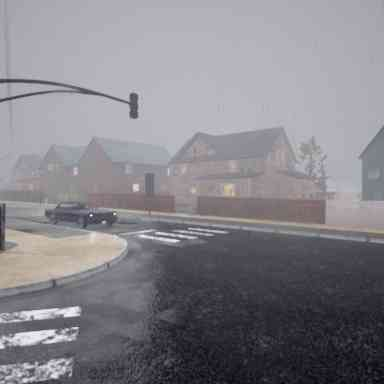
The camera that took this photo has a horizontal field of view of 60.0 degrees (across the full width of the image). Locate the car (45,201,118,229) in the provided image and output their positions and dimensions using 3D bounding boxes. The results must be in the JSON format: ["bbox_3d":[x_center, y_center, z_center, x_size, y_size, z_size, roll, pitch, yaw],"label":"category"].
[{"bbox_3d":[-6.209,1.209,18.522,4.718,1.301,1.895,1,1,40],"label":"car"}]
